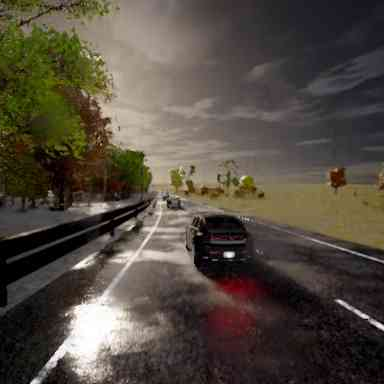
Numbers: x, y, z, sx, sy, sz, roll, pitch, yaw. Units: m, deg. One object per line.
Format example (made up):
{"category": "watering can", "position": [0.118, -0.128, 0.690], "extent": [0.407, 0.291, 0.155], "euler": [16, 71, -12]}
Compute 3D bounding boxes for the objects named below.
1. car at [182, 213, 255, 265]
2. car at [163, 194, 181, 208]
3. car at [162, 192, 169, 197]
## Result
{"category": "car", "position": [0.807, 1.497, 11.691], "extent": [1.837, 1.490, 4.892], "euler": [0, 0, -6]}
{"category": "car", "position": [-2.654, 1.421, 47.492], "extent": [2.128, 1.511, 4.902], "euler": [0, 0, -6]}
{"category": "car", "position": [-5.836, 1.409, 80.389], "extent": [1.994, 1.385, 4.181], "euler": [0, 0, -6]}
